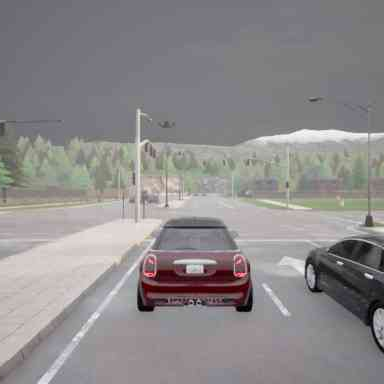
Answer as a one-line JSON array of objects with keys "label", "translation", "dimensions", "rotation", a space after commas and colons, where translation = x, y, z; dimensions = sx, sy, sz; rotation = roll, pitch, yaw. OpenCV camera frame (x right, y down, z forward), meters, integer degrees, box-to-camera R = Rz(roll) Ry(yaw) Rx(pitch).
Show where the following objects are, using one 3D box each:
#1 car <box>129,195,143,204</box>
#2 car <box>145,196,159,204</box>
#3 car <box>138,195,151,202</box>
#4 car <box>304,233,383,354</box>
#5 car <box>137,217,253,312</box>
[{"label": "car", "translation": [-10.784, 1.349, 64.271], "dimensions": [2.097, 1.767, 4.553], "rotation": [0, 0, 2]}, {"label": "car", "translation": [-7.357, 1.503, 63.719], "dimensions": [1.837, 1.490, 4.892], "rotation": [0, 0, 1]}, {"label": "car", "translation": [-10.643, 1.402, 74.657], "dimensions": [2.128, 1.511, 4.902], "rotation": [0, 0, 1]}, {"label": "car", "translation": [3.557, 1.505, 5.986], "dimensions": [1.837, 1.490, 4.892], "rotation": [0, 0, 0]}, {"label": "car", "translation": [0.066, 1.352, 7.868], "dimensions": [2.097, 1.767, 4.553], "rotation": [0, 0, 0]}]
